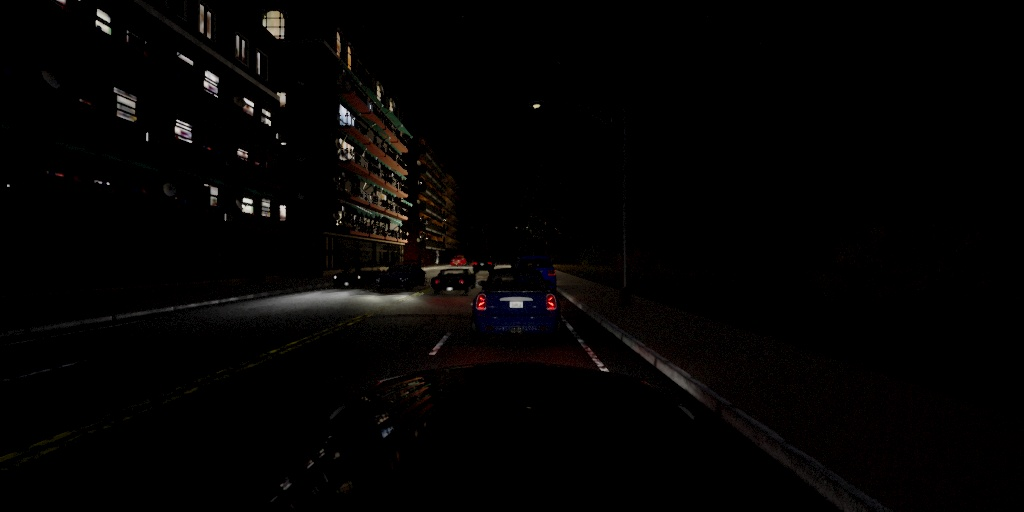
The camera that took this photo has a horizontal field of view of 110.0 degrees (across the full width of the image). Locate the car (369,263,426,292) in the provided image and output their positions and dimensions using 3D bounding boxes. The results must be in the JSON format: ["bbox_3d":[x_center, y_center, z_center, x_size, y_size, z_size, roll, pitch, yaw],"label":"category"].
[{"bbox_3d":[-6.606,1.230,21.765,1.882,1.535,5.008,0,0,0],"label":"car"}]

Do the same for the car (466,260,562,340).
[{"bbox_3d":[0.095,1.103,10.128,2.097,1.767,4.553,0,0,0],"label":"car"}]

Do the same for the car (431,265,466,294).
[{"bbox_3d":[-3.156,1.353,20.372,1.895,1.301,4.718,0,0,0],"label":"car"}]

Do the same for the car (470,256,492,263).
[{"bbox_3d":[-3.158,0.974,40.662,2.150,2.045,5.566,0,0,0],"label":"car"}]

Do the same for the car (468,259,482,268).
[{"bbox_3d":[-6.565,1.313,64.426,1.994,1.385,4.181,0,0,0],"label":"car"}]

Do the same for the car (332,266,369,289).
[{"bbox_3d":[-9.855,1.353,23.583,1.895,1.301,4.718,0,0,0],"label":"car"}]

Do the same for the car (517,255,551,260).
[{"bbox_3d":[1.132,0.977,19.703,2.150,2.045,5.566,0,0,0],"label":"car"}]
